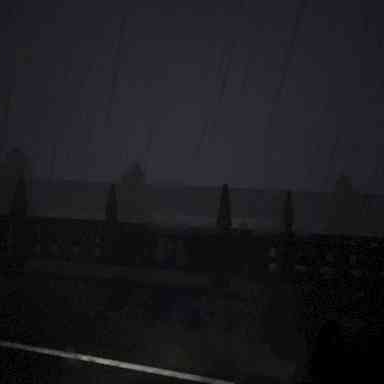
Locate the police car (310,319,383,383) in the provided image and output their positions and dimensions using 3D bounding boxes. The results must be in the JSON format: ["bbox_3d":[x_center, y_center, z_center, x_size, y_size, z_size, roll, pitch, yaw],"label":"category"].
[{"bbox_3d":[3.782,1.724,2.761,5.238,1.638,1.930,2,-2,18],"label":"police car"}]
